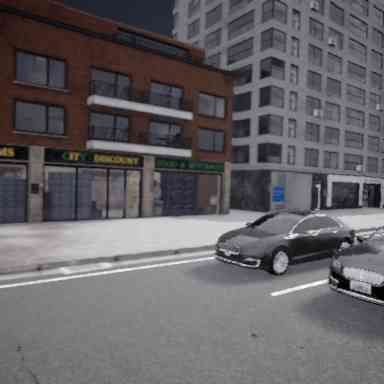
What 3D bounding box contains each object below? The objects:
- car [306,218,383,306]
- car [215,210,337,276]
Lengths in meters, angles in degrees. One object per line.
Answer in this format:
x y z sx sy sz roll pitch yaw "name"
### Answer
4.984 1.430 7.283 4.902 1.511 2.128 1 2 -35 "car"
2.885 1.325 9.777 4.892 1.490 1.837 1 2 -35 "car"
